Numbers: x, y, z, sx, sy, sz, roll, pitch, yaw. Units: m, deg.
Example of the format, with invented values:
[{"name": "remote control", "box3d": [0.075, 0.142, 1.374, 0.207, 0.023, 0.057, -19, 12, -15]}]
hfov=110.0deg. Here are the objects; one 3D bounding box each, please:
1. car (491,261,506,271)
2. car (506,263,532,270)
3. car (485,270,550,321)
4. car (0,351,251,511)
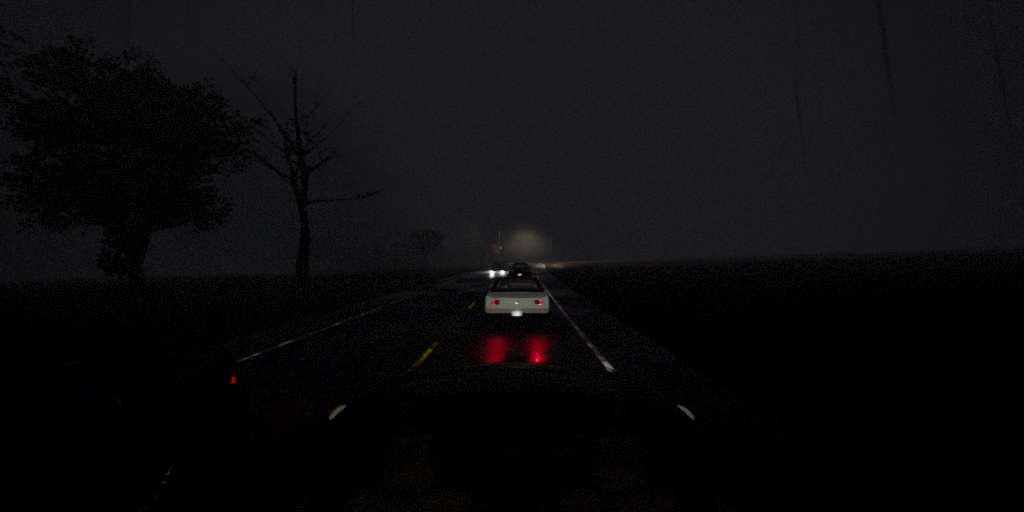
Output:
[{"name": "car", "box3d": [-1.852, 1.357, 50.769, 1.895, 1.301, 4.718, 0, 0, 4]}, {"name": "car", "box3d": [0.705, 1.274, 30.096, 1.812, 1.442, 4.674, 0, 0, 2]}, {"name": "car", "box3d": [0.185, 1.351, 12.431, 1.895, 1.301, 4.718, 0, 0, 1]}, {"name": "car", "box3d": [-3.649, 1.312, 1.332, 2.033, 1.411, 5.357, 0, 0, 0]}]
